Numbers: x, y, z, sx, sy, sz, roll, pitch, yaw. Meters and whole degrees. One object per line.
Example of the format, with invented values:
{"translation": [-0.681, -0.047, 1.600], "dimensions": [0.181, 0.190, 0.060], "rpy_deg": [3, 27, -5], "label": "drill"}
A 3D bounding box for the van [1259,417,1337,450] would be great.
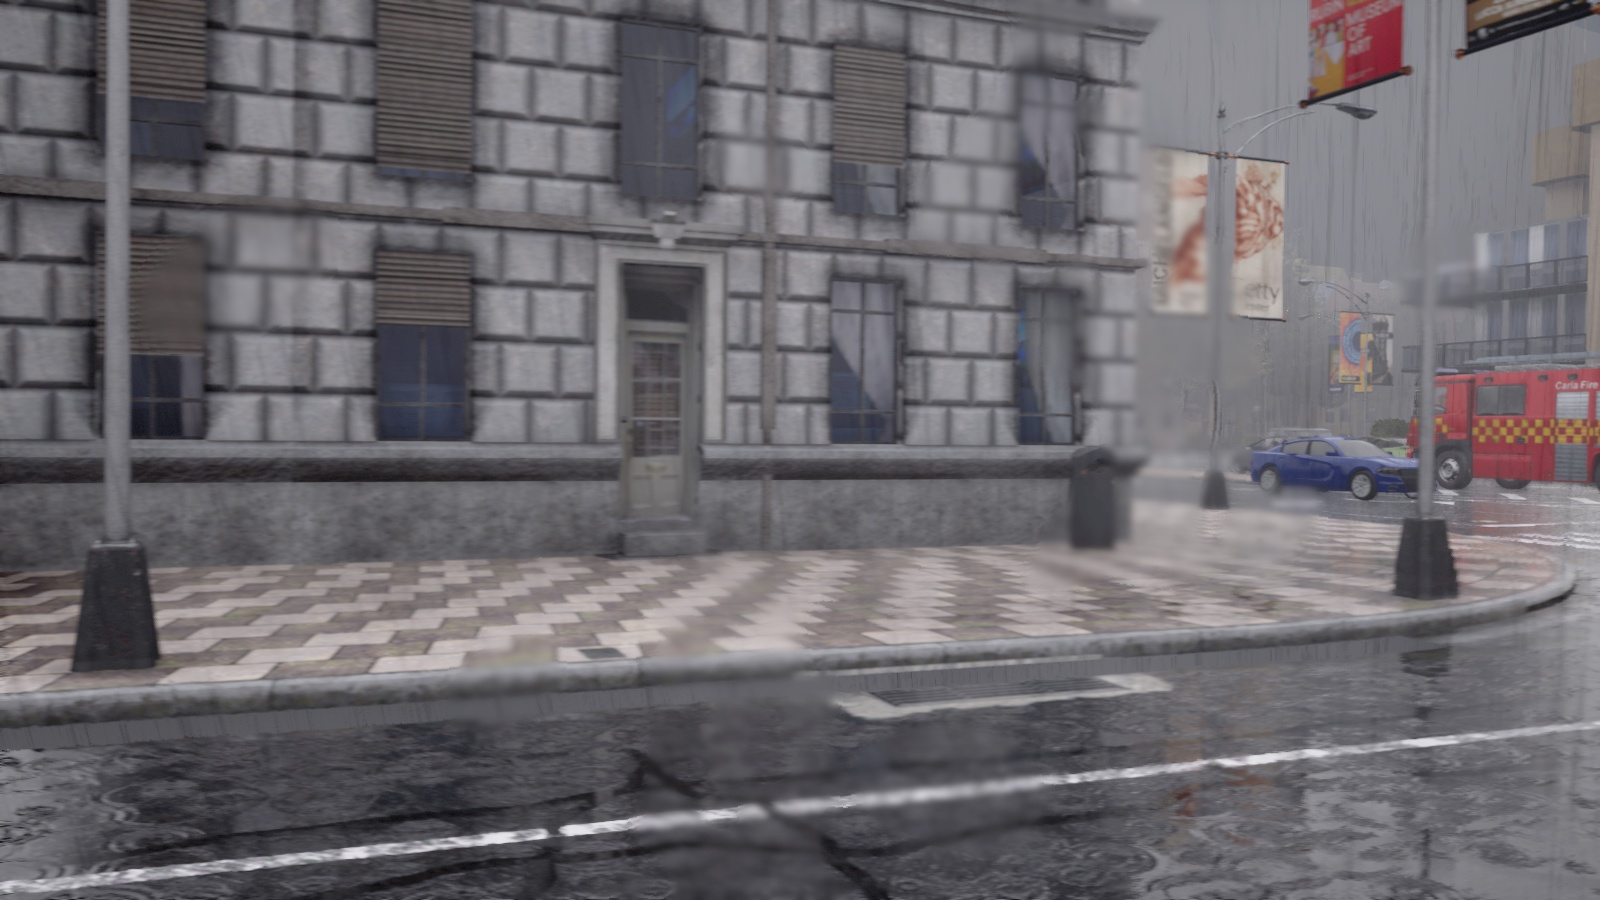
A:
{"translation": [30.792, -1.045, 77.593], "dimensions": [4.442, 1.987, 1.775], "rpy_deg": [-1, 1, -22], "label": "van"}

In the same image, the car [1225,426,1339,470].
{"translation": [17.174, -0.104, 44.910], "dimensions": [1.845, 1.501, 3.633], "rpy_deg": [-1, 1, -21], "label": "car"}

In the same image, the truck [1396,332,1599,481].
{"translation": [21.057, -1.162, 34.876], "dimensions": [2.891, 3.827, 8.468], "rpy_deg": [-1, 1, -21], "label": "truck"}

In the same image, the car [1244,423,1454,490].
{"translation": [13.713, 0.111, 31.740], "dimensions": [1.882, 1.535, 5.008], "rpy_deg": [-1, 1, -21], "label": "car"}

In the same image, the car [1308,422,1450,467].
{"translation": [20.788, -0.216, 45.270], "dimensions": [2.007, 1.525, 4.514], "rpy_deg": [-1, 1, -21], "label": "car"}
